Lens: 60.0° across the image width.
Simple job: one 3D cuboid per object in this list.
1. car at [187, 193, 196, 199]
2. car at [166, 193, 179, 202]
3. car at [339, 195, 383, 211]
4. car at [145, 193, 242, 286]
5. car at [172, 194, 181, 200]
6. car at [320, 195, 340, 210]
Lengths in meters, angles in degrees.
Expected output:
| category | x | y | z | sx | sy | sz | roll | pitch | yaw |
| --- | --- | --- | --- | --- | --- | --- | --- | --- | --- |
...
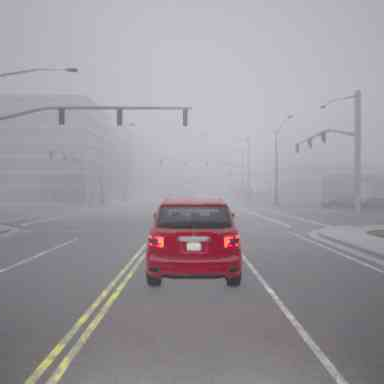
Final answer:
| category | x | y | z | sx | sy | sz | roll | pitch | yaw |
| --- | --- | --- | --- | --- | --- | --- | --- | --- | --- |
| car | -0.195 | 0.899 | 83.218 | 2.128 | 1.511 | 4.902 | 0 | 0 | 0 |
| car | -3.681 | 1.017 | 63.104 | 2.097 | 1.767 | 4.553 | 0 | 0 | 0 |
| car | 18.879 | 1.288 | 35.403 | 5.008 | 1.535 | 1.882 | 0 | 0 | 0 |
| car | 0.050 | 1.171 | 9.362 | 2.150 | 2.045 | 5.566 | 0 | 0 | 0 |
| car | -3.684 | 1.138 | 78.281 | 1.994 | 1.385 | 4.181 | 0 | 0 | 0 |
| car | 17.434 | 1.144 | 38.911 | 4.553 | 1.767 | 2.097 | 0 | 0 | 0 |
